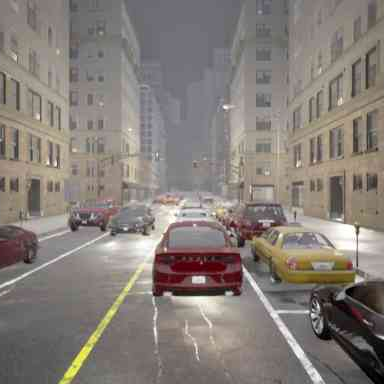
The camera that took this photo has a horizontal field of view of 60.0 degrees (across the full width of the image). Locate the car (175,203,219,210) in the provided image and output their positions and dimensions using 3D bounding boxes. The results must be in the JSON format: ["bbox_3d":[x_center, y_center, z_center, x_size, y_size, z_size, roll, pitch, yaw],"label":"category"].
[{"bbox_3d":[0.099,1.506,16.191,1.812,1.442,4.674,0,0,0],"label":"car"}]

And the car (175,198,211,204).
[{"bbox_3d":[0.074,1.447,25.333,2.128,1.511,4.902,0,0,0],"label":"car"}]

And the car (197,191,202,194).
[{"bbox_3d":[2.774,0.999,90.483,1.967,1.590,4.097,1,0,0],"label":"car"}]

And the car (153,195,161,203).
[{"bbox_3d":[-5.755,1.345,57.951,1.887,1.381,4.507,0,0,0],"label":"car"}]

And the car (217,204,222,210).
[{"bbox_3d":[2.767,1.552,20.285,1.802,1.307,4.206,0,0,0],"label":"car"}]

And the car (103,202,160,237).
[{"bbox_3d":[-3.059,1.482,17.883,1.837,1.490,4.892,0,0,1],"label":"car"}]

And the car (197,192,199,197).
[{"bbox_3d":[2.772,1.228,79.639,1.802,1.307,4.206,1,0,0],"label":"car"}]

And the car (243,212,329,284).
[{"bbox_3d":[2.766,1.517,9.350,1.752,1.417,4.829,0,0,0],"label":"car"}]

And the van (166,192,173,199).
[{"bbox_3d":[-5.750,0.944,85.066,1.690,1.788,3.998,1,0,0],"label":"van"}]

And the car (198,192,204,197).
[{"bbox_3d":[2.772,1.252,68.959,1.752,1.417,4.829,1,0,0],"label":"car"}]

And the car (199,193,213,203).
[{"bbox_3d":[2.770,1.351,57.943,2.008,1.369,4.403,0,0,0],"label":"car"}]

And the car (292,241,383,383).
[{"bbox_3d":[2.765,1.565,3.628,1.947,1.339,4.313,0,0,0],"label":"car"}]

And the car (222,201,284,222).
[{"bbox_3d":[2.767,1.298,14.734,2.192,1.841,5.009,0,0,0],"label":"car"}]

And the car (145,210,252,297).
[{"bbox_3d":[0.072,1.470,8.630,1.882,1.535,5.008,0,0,-1],"label":"car"}]

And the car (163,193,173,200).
[{"bbox_3d":[-5.752,1.086,79.644,1.967,1.590,4.097,1,0,0],"label":"car"}]

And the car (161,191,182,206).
[{"bbox_3d":[-3.147,1.189,51.783,2.097,1.767,4.553,0,0,2],"label":"car"}]

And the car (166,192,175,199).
[{"bbox_3d":[-5.750,0.874,90.489,2.192,1.841,5.009,1,0,0],"label":"car"}]

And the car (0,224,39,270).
[{"bbox_3d":[-5.760,1.574,9.187,1.802,1.307,4.206,0,0,0],"label":"car"}]

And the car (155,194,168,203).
[{"bbox_3d":[-5.754,1.206,63.375,1.967,1.590,4.097,1,0,0],"label":"car"}]

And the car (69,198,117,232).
[{"bbox_3d":[-5.758,1.286,20.293,2.192,1.841,5.009,0,0,0],"label":"car"}]

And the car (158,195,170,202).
[{"bbox_3d":[-5.754,1.273,68.798,1.887,1.381,4.507,1,0,0],"label":"car"}]

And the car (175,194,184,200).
[{"bbox_3d":[-2.998,1.161,80.786,1.812,1.442,4.674,0,0,0],"label":"car"}]
